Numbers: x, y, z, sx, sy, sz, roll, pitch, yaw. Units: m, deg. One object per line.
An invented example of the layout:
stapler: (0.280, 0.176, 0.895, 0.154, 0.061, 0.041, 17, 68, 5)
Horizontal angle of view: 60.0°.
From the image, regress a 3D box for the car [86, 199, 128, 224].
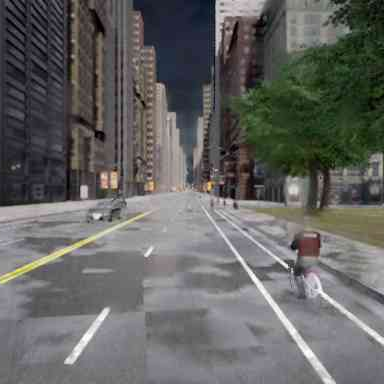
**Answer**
car: (-6.591, 1.520, 25.433, 2.128, 1.511, 4.902, 0, 0, 0)

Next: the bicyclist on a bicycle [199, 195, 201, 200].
bicyclist on a bicycle: (2.288, 1.652, 91.655, 0.582, 1.620, 1.656, 0, 0, 0)

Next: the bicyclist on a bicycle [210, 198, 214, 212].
bicyclist on a bicycle: (2.269, 1.511, 37.586, 0.582, 1.620, 1.656, 0, 0, 0)

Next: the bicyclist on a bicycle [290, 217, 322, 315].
bicyclist on a bicycle: (2.242, 1.375, 6.705, 0.659, 1.776, 1.843, 0, 0, 0)
